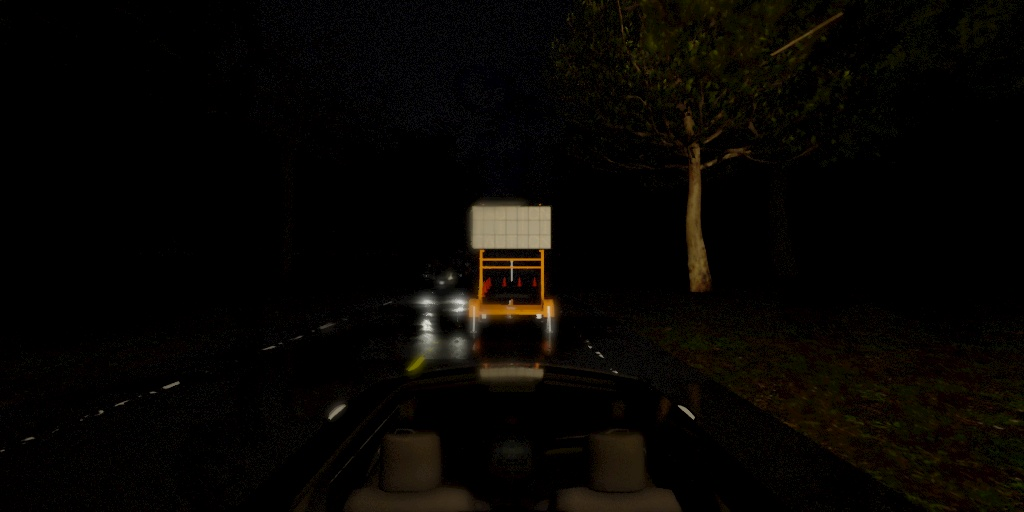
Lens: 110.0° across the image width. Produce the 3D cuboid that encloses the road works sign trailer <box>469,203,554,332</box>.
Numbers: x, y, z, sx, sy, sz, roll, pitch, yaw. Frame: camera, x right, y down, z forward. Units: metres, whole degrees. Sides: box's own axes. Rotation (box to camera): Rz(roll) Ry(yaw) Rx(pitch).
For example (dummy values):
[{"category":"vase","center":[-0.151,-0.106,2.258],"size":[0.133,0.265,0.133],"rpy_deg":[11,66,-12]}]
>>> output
[{"category":"road works sign trailer","center":[-0.007,0.217,10.804],"size":[2.380,3.560,2.880],"rpy_deg":[0,0,0]}]

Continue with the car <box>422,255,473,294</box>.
[{"category":"car","center":[-3.523,0.974,20.637],"size":[2.150,2.045,5.566],"rpy_deg":[0,0,0]}]
